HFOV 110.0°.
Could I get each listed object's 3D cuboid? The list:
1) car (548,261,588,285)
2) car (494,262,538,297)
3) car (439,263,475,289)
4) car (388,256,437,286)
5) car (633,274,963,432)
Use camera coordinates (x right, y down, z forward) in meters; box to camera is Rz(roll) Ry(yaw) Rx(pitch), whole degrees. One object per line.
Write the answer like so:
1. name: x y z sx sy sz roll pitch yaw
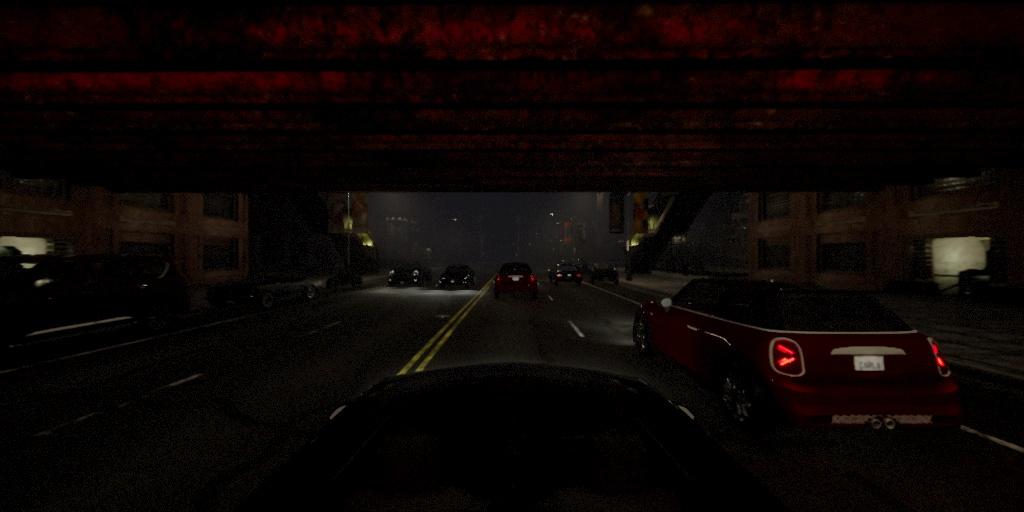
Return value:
1. car: 3.725 1.293 25.748 2.033 1.411 5.357 0 0 0
2. car: 0.190 1.099 18.795 2.097 1.767 4.553 0 0 0
3. car: -3.480 1.250 23.417 1.837 1.490 4.892 0 0 0
4. car: -6.972 1.097 25.006 2.097 1.767 4.553 0 0 0
5. car: 3.602 1.102 5.742 2.097 1.767 4.553 0 0 0
